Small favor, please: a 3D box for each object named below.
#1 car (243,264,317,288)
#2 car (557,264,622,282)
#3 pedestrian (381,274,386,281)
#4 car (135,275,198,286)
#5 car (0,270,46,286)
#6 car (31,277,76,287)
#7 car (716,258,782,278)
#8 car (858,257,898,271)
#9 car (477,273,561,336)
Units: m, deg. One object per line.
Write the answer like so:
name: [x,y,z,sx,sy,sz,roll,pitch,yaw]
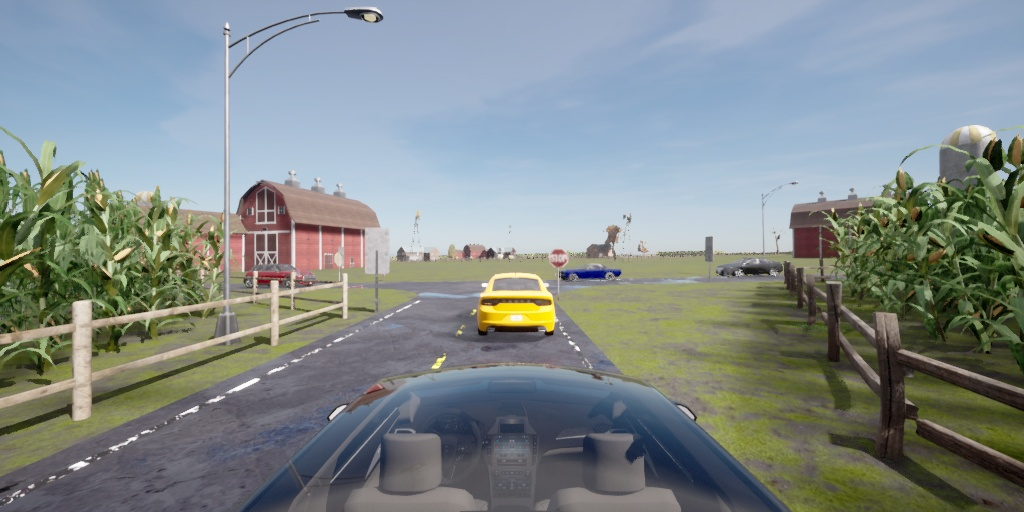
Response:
car: [-16.545,1.341,25.739,4.553,1.767,2.097,-1,-1,6]
car: [5.699,1.242,27.070,4.718,1.301,1.895,-1,-1,-13]
pedestrian: [-11.176,1.620,31.209,0.500,1.100,0.500,0,0,4]
car: [-26.665,1.705,26.889,5.357,1.411,2.033,-1,-1,8]
car: [-46.689,2.048,33.731,4.674,1.442,1.812,-1,-1,15]
car: [-36.851,1.804,28.614,5.008,1.535,1.882,-1,-1,11]
car: [18.836,0.917,28.589,4.902,1.511,2.128,-1,0,-5]
car: [31.735,0.692,30.109,4.902,1.511,2.128,-1,0,-9]
car: [0.103,1.229,10.470,1.882,1.535,5.008,0,0,0]
